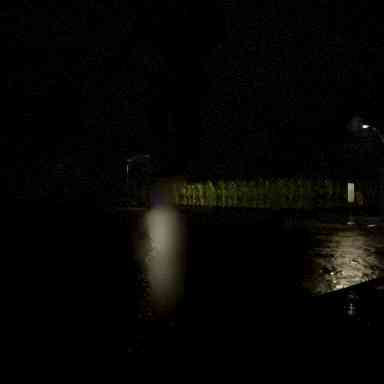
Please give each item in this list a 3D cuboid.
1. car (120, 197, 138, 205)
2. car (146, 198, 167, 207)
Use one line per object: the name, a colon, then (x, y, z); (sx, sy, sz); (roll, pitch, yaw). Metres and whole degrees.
car: (-11.810, 1.685, 62.120); (1.837, 1.490, 4.892); (-1, 0, -36)
car: (-5.731, 1.665, 53.926); (1.812, 1.442, 4.674); (-1, 0, -36)
